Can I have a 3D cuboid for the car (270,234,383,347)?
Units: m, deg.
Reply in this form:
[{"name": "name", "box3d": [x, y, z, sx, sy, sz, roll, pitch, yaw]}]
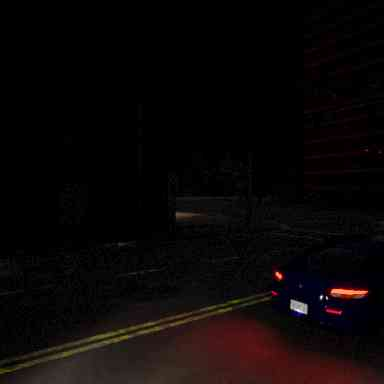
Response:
[{"name": "car", "box3d": [3.453, 1.526, 6.234, 4.674, 1.442, 1.812, 0, 0, -35]}]
